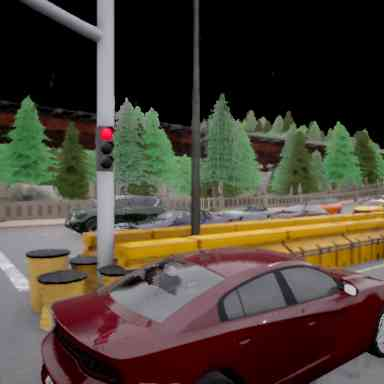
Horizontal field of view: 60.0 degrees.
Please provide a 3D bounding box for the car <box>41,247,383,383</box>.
[{"bbox_3d":[0.795,1.477,4.313,5.008,1.535,1.882,0,0,-36],"label":"car"}]

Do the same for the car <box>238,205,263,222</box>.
[{"bbox_3d":[3.979,1.599,24.000,4.718,1.301,1.895,0,0,-35],"label":"car"}]

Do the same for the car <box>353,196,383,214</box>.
[{"bbox_3d":[15.460,1.400,27.860,5.008,1.535,1.882,-2,1,-36],"label":"car"}]

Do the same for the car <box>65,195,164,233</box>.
[{"bbox_3d":[-3.985,1.221,18.349,5.566,2.045,2.150,0,0,-36],"label":"car"}]

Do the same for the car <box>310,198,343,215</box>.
[{"bbox_3d":[11.146,1.325,29.063,4.553,1.767,2.097,-1,1,-36],"label":"car"}]

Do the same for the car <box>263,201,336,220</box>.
[{"bbox_3d":[7.156,1.524,21.963,4.674,1.442,1.812,0,0,-35],"label":"car"}]

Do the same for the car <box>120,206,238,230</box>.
[{"bbox_3d":[-0.512,1.547,16.519,5.357,1.411,2.033,0,0,-35],"label":"car"}]
